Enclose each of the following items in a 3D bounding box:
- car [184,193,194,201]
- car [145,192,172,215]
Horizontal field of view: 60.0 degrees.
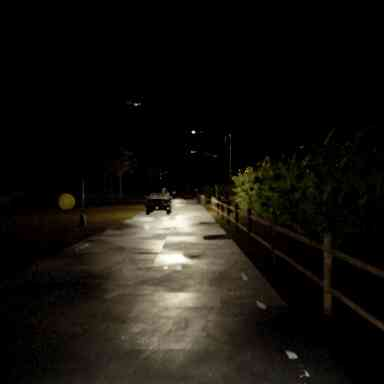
[{"bbox_3d":[-0.619,0.975,71.072,2.097,1.767,4.553,0,0,-1],"label":"car"},{"bbox_3d":[-3.020,1.002,31.248,2.150,2.045,5.566,0,0,0],"label":"car"}]
